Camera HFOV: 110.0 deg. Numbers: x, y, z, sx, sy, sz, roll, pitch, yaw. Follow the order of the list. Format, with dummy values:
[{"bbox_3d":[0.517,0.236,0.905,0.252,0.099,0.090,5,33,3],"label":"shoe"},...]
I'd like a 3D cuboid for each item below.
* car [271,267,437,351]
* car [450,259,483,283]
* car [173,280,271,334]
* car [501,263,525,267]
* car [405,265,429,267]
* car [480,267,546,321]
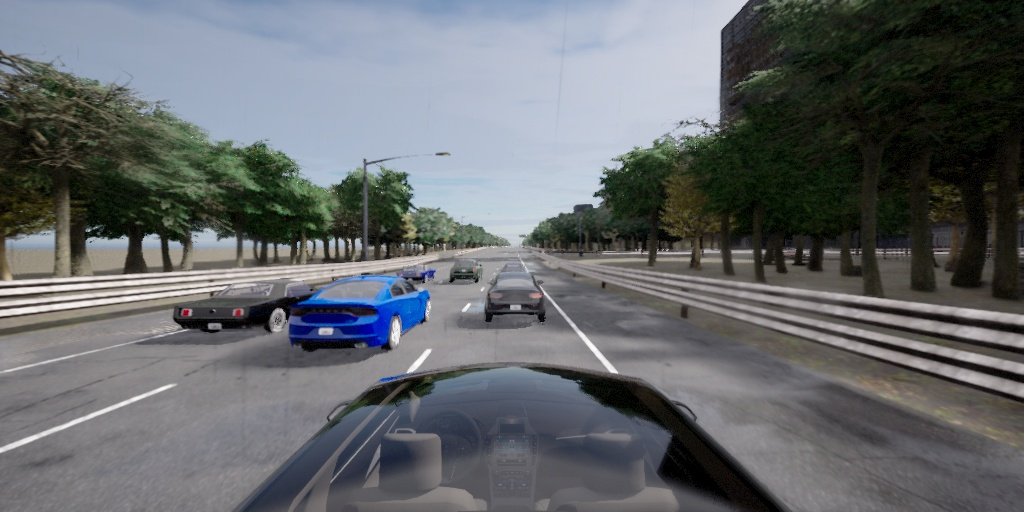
[{"bbox_3d":[-3.396,1.220,9.021,1.882,1.535,5.008,0,0,0],"label":"car"},{"bbox_3d":[-3.388,1.019,27.423,2.097,1.767,4.553,0,1,0],"label":"car"},{"bbox_3d":[-6.897,1.341,10.554,1.895,1.301,4.718,0,0,0],"label":"car"},{"bbox_3d":[0.113,1.220,28.336,1.994,1.385,4.181,0,1,0],"label":"car"},{"bbox_3d":[-6.890,1.280,26.423,1.895,1.301,4.718,0,1,0],"label":"car"},{"bbox_3d":[0.103,1.262,12.269,1.812,1.442,4.674,0,0,0],"label":"car"}]
